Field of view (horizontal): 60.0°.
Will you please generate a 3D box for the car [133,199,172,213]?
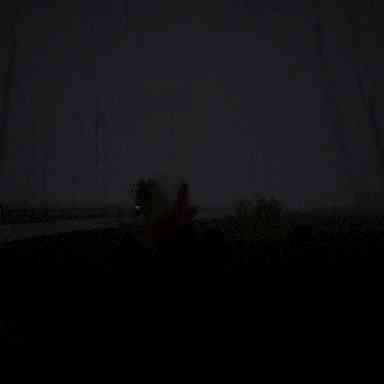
[{"bbox_3d":[-3.060,1.522,31.107,2.150,2.045,5.566,-1,-1,37],"label":"car"}]
